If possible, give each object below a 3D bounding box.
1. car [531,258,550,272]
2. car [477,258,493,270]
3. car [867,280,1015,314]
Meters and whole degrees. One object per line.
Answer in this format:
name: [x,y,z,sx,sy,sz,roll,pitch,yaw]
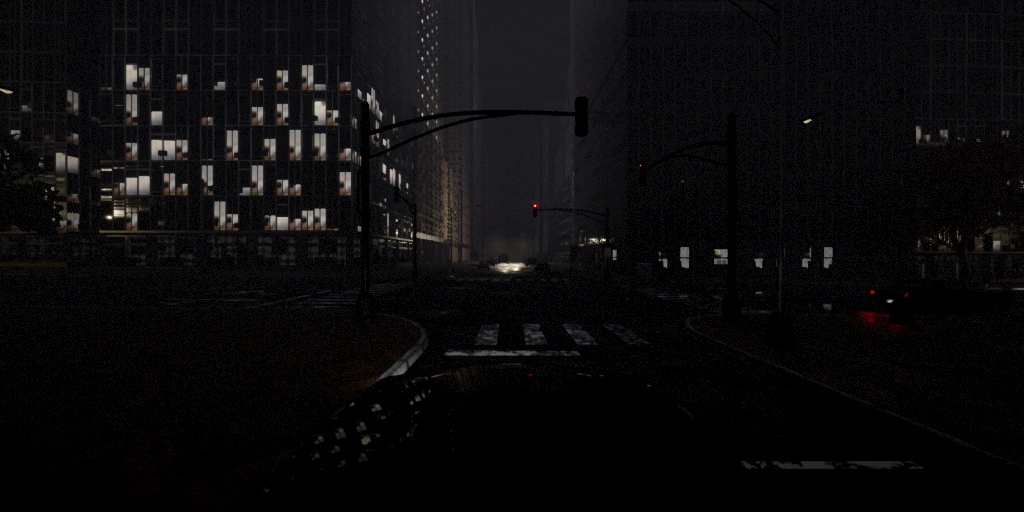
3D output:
car: [3.878,1.329,46.557,1.948,1.339,4.313,0,0,0]
car: [-4.081,1.342,52.040,1.802,1.307,4.207,0,0,0]
car: [18.651,1.714,15.686,4.718,1.301,1.895,1,0,-3]
